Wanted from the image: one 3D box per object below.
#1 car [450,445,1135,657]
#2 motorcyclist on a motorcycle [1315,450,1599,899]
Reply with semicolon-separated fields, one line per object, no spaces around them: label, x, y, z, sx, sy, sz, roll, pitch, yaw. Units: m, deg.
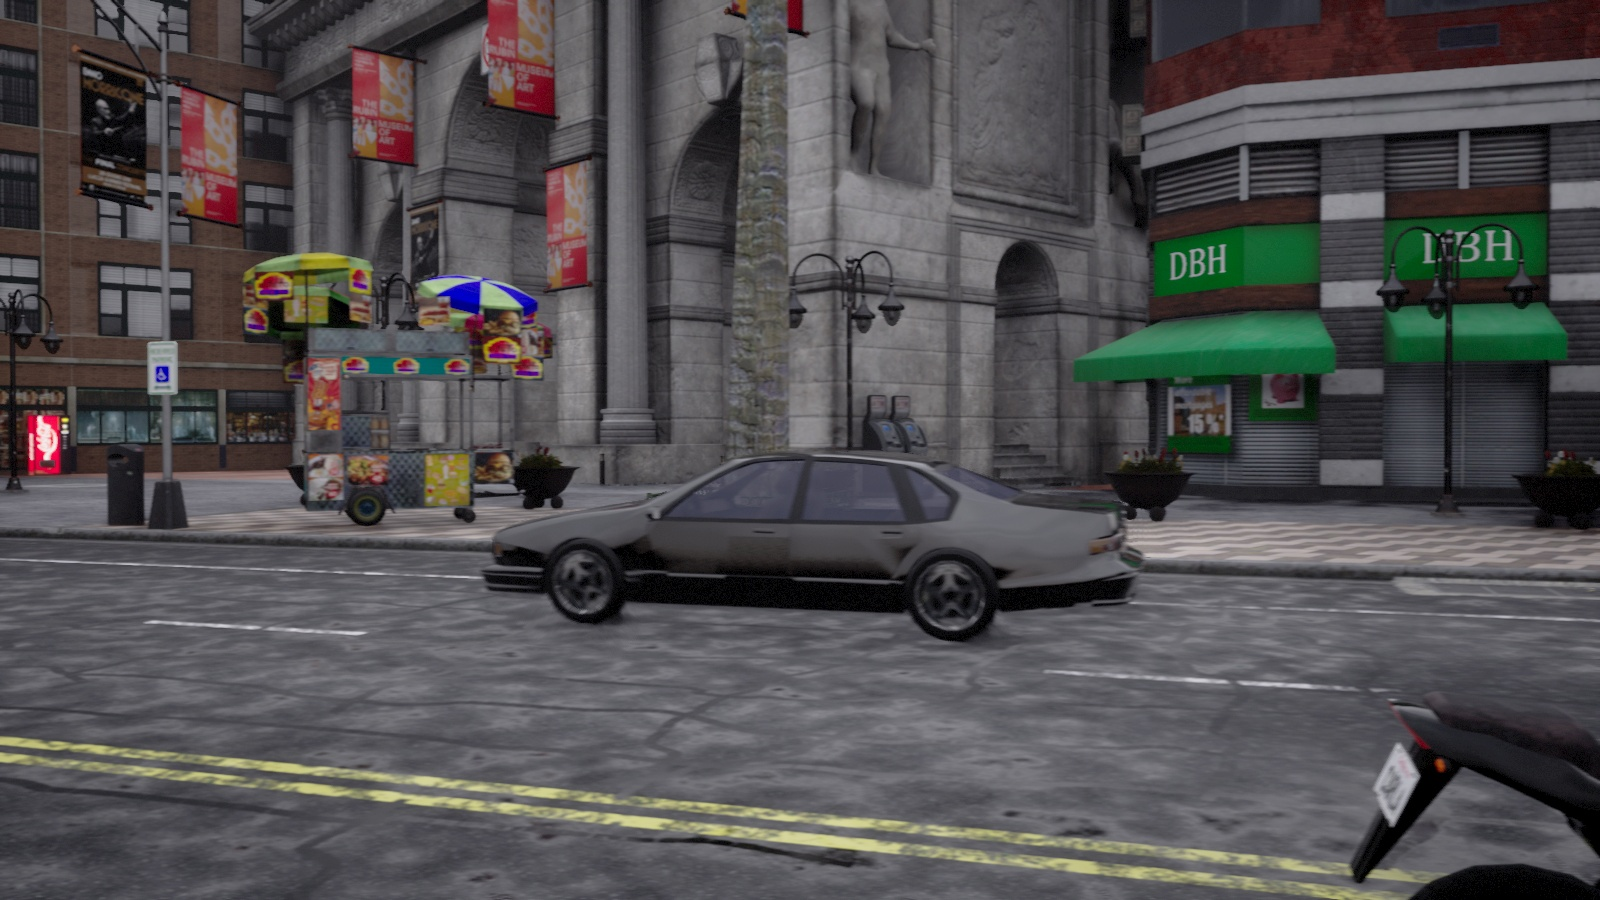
car;-0.016;0.700;10.503;5.357;1.411;2.033;1;1;17
motorcyclist on a motorcycle;2.173;0.778;2.519;2.044;1.523;0.797;1;1;18
